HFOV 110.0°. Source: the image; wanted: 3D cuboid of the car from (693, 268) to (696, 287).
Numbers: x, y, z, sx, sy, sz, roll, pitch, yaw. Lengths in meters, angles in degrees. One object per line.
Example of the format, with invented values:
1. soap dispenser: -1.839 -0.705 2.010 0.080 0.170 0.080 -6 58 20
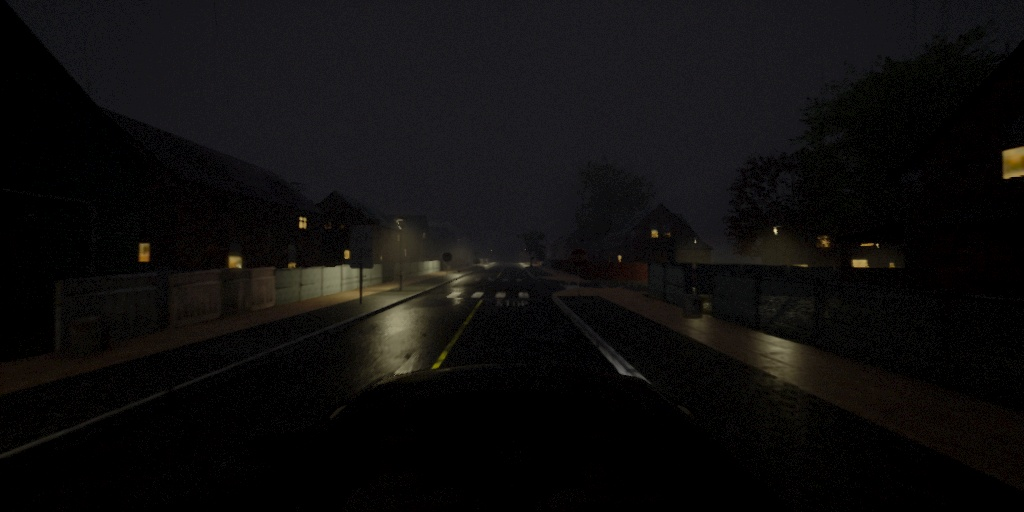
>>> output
1. car: 11.537 1.480 23.061 4.674 1.442 1.812 1 -1 -1
